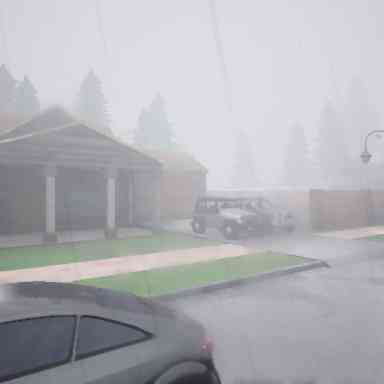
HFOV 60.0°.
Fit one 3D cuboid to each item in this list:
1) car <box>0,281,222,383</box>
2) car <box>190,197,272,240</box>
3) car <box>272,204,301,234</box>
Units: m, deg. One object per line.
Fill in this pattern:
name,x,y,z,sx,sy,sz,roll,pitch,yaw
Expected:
car,-1.776,1.564,2.724,4.181,1.385,1.994,0,0,-35
car,1.575,1.176,15.957,1.905,1.878,3.866,0,0,-36
car,3.394,1.174,17.735,1.932,1.855,4.605,0,0,-36
